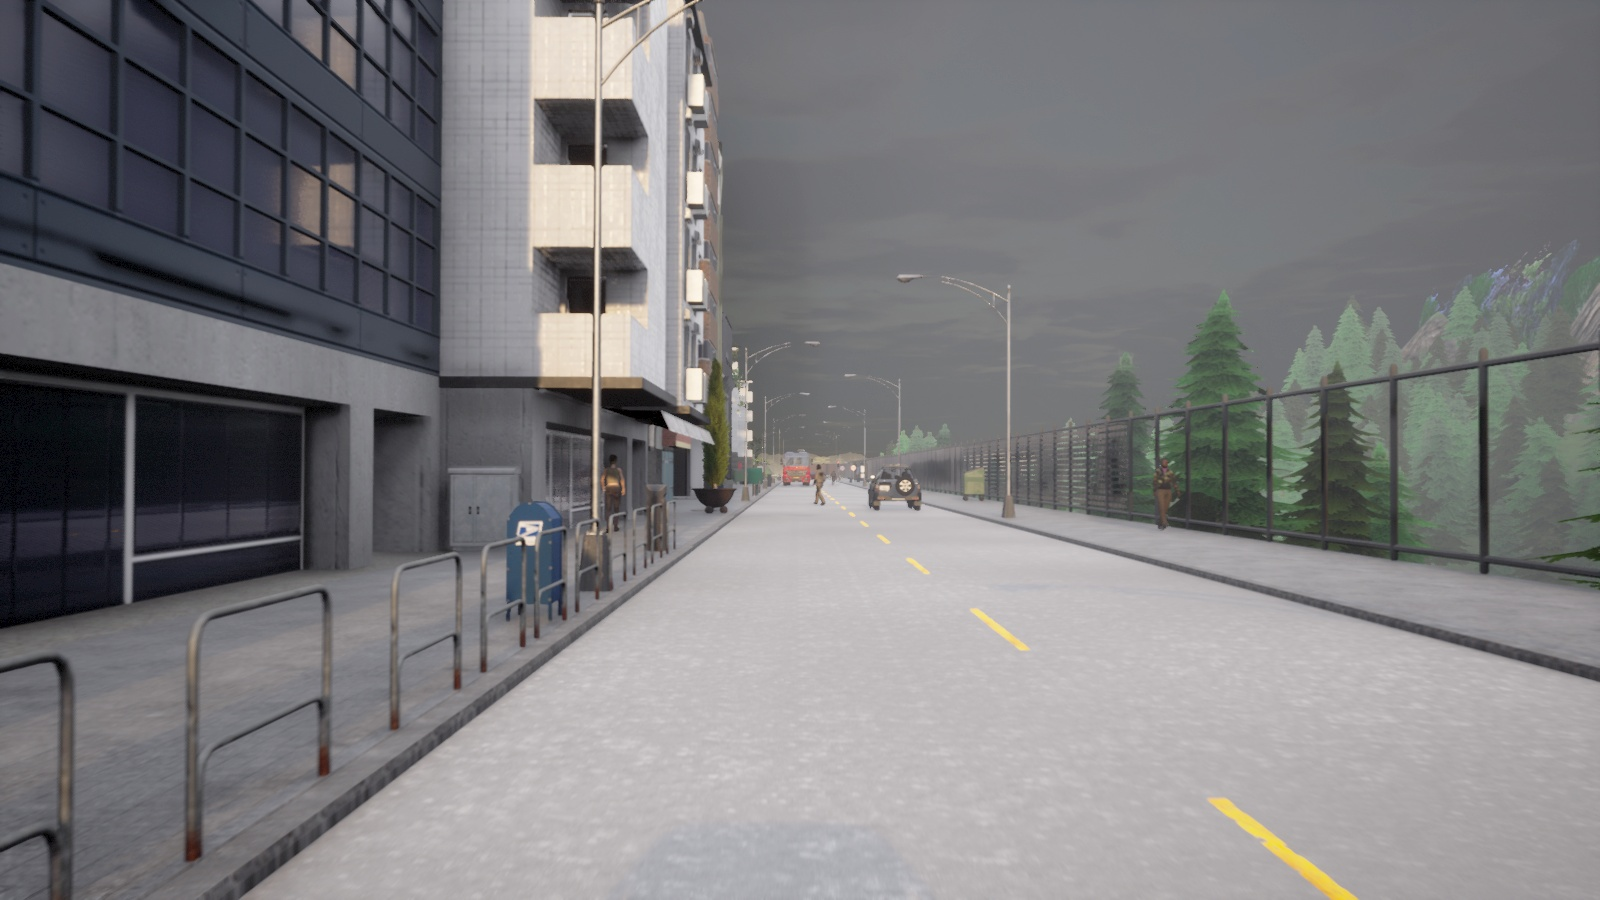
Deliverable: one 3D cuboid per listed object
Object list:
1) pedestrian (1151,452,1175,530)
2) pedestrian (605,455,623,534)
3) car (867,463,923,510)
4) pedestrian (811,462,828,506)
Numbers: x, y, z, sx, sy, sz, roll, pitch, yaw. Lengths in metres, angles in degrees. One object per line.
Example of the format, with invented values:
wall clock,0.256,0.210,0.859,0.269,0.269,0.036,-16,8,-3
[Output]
pedestrian,9.050,1.013,31.311,0.395,1.930,0.692,0,-1,1
pedestrian,-4.364,1.035,29.476,0.345,1.836,0.594,0,-1,0
car,3.865,1.483,51.786,1.932,1.855,4.605,0,-1,0
pedestrian,0.865,1.520,55.825,0.692,1.930,0.396,-1,-1,41
